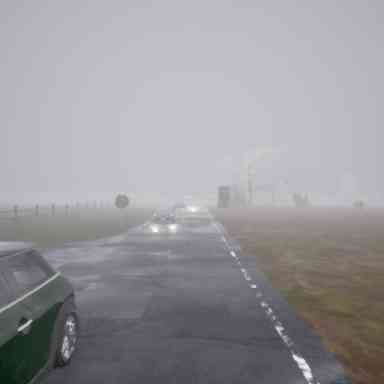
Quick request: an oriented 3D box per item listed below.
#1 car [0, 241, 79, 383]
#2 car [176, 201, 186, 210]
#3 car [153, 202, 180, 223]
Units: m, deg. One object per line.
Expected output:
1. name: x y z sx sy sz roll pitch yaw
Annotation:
1. car: -2.676 1.395 2.817 2.097 1.767 4.553 0 -1 1
2. car: -1.932 2.119 53.942 1.994 1.385 4.181 0 -1 1
3. car: -2.292 1.908 29.062 1.812 1.442 4.674 0 -1 1
